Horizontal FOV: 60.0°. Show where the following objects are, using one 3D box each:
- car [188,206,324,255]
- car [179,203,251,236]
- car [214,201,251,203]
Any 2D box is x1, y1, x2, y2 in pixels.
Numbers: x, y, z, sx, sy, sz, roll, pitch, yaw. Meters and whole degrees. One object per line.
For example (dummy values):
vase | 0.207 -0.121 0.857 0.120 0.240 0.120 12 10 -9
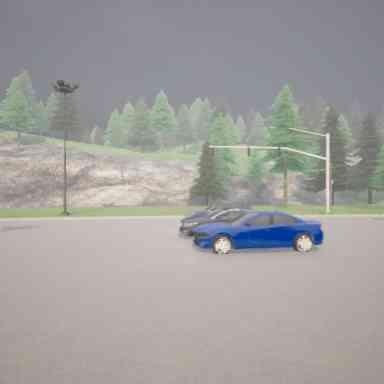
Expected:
car | 2.539 1.477 12.891 5.008 1.535 1.882 0 0 -9
car | 1.810 1.491 16.314 4.902 1.511 2.128 0 0 -9
car | 1.707 1.352 19.822 4.553 1.767 2.097 0 0 -8
